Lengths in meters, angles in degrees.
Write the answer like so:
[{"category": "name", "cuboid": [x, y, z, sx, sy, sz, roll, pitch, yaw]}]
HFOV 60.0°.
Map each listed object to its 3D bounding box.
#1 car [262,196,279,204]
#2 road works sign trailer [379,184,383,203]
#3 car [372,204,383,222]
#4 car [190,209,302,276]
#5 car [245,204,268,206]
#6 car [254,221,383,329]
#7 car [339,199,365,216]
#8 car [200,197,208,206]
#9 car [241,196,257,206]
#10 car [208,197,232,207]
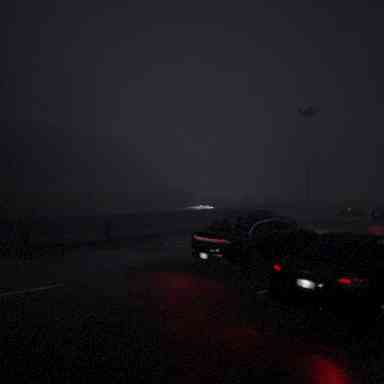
[{"category": "car", "cuboid": [11.415, 1.388, 48.119, 1.882, 1.535, 5.008, 0, 0, 21]}, {"category": "road works sign trailer", "cuboid": [36.772, 0.229, 63.404, 2.380, 3.560, 2.880, 0, 0, 3]}, {"category": "car", "cuboid": [14.178, 1.511, 23.673, 1.895, 1.301, 4.718, 0, 0, 37]}, {"category": "car", "cuboid": [2.151, 1.474, 10.438, 4.902, 1.511, 2.128, 0, 0, -40]}, {"category": "car", "cuboid": [3.045, 1.522, 15.947, 5.357, 1.411, 2.033, 0, 0, -45]}, {"category": "car", "cuboid": [3.493, 1.542, 7.022, 4.181, 1.385, 1.994, 0, 0, -40]}, {"category": "car", "cuboid": [15.392, 1.376, 31.942, 1.882, 1.535, 5.008, 0, 0, 31]}, {"category": "car", "cuboid": [2.755, 1.553, 54.973, 1.895, 1.301, 4.718, 0, 0, 17]}, {"category": "car", "cuboid": [8.804, 1.425, 51.158, 1.837, 1.490, 4.892, 0, 1, 19]}, {"category": "car", "cuboid": [4.529, 1.493, 49.461, 2.033, 1.411, 5.357, 0, 0, 22]}]
